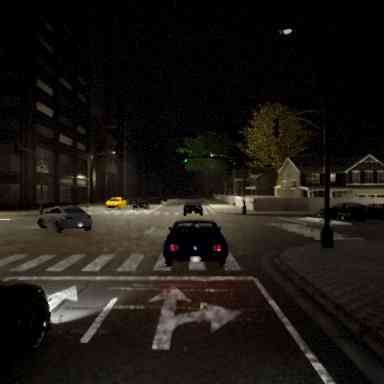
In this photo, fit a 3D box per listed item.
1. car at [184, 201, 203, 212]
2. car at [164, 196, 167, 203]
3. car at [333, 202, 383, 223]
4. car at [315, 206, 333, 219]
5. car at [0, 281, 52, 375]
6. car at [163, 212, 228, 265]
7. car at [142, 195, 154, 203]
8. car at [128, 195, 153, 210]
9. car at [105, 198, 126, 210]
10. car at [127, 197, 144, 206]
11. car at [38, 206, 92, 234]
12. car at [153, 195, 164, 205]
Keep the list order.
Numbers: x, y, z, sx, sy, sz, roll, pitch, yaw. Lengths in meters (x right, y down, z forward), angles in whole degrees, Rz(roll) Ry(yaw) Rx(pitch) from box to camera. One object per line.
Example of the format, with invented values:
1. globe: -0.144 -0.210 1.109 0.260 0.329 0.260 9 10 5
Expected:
1. car: 0.113 1.623 34.202 1.895 1.301 4.718 0 0 0
2. car: -6.497 1.508 72.652 1.837 1.490 4.892 0 0 0
3. car: 14.314 1.618 26.012 5.357 1.411 2.033 0 0 -5
4. car: 13.728 1.628 29.225 5.357 1.411 2.033 0 0 -6
5. car: -3.150 1.565 3.451 1.994 1.385 4.181 0 0 0
6. car: 0.101 1.604 11.579 1.895 1.301 4.718 0 0 0
7. car: -9.747 1.482 73.572 1.882 1.535 5.008 0 0 0
8. car: -6.577 1.515 43.149 1.837 1.490 4.892 0 1 0
9. car: -9.830 1.493 43.188 1.882 1.535 5.008 0 1 0
10. car: -9.780 1.563 58.192 2.033 1.411 5.357 0 0 1
11. car: -7.468 1.532 19.566 1.812 1.442 4.674 1 -1 -40
12. car: -6.549 1.580 57.806 1.994 1.385 4.181 0 0 0
